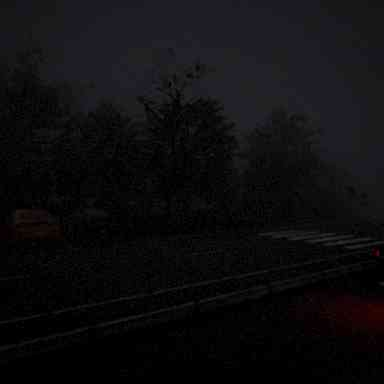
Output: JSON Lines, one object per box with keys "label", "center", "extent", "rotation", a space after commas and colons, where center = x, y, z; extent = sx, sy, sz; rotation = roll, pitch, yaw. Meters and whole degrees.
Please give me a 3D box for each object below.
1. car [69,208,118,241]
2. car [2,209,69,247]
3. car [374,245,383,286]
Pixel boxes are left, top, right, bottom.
{"label": "car", "center": [-5.452, 1.564, 17.321], "extent": [2.231, 1.521, 4.892], "rotation": [0, 0, -35]}
{"label": "car", "center": [-7.699, 1.555, 15.726], "extent": [2.097, 1.535, 5.008], "rotation": [0, 0, -35]}
{"label": "car", "center": [6.290, 1.477, 7.820], "extent": [5.008, 1.535, 1.882], "rotation": [0, 0, -34]}
